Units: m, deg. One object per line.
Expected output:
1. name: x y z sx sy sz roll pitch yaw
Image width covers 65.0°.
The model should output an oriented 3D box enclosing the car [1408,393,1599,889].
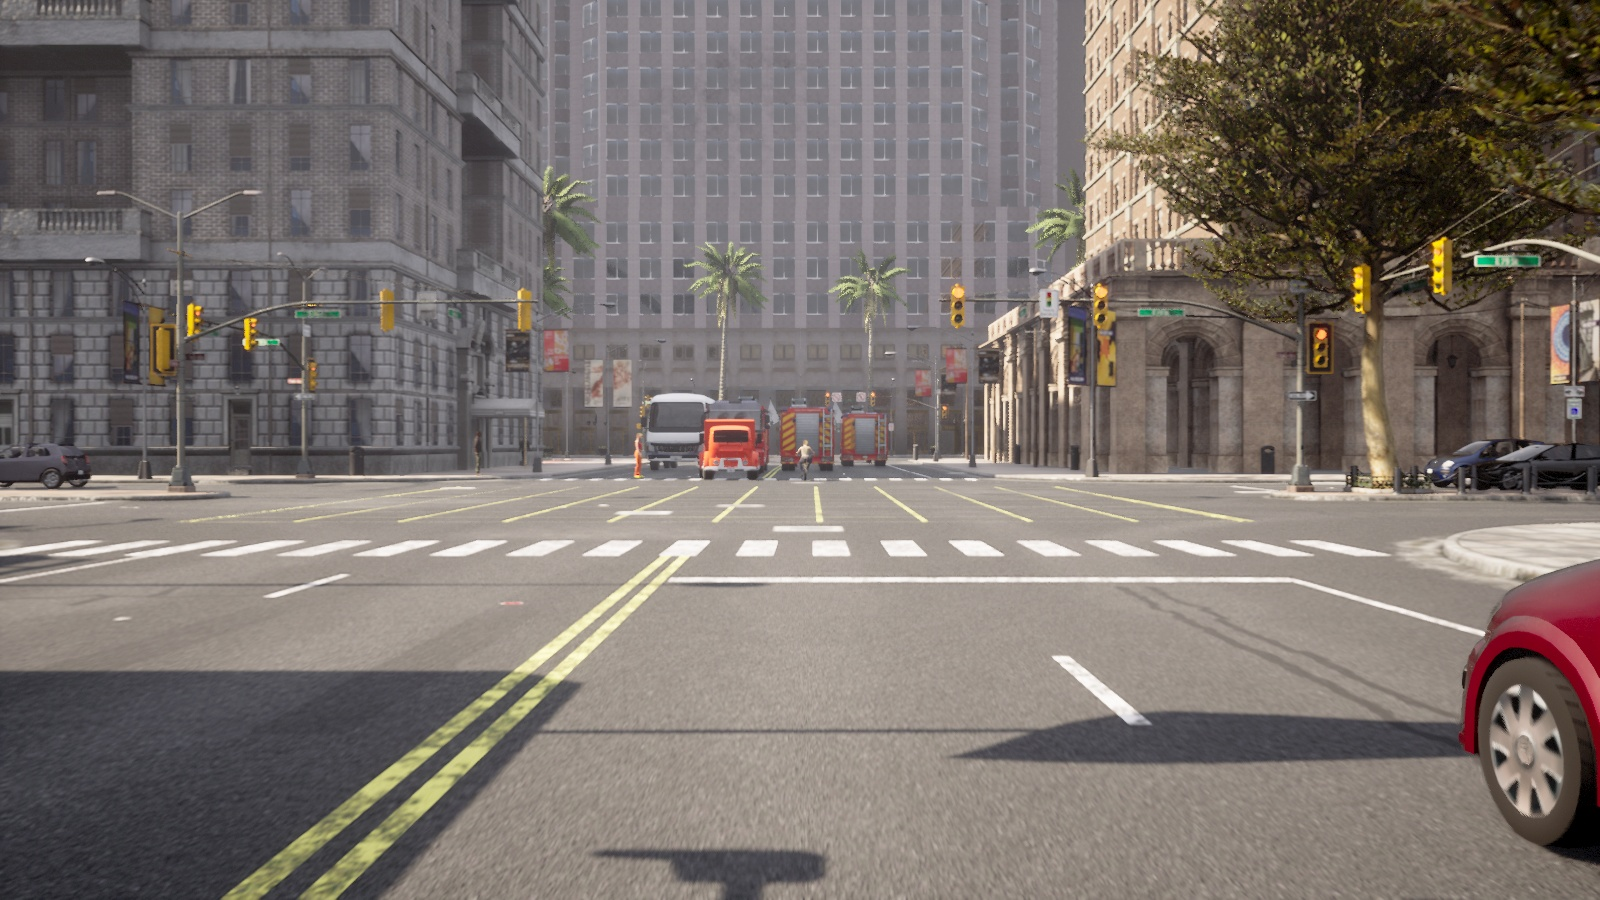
1. car: 3.535 0.628 3.409 1.851 1.617 3.988 0 0 0

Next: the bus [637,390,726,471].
1. bus: -6.563 -1.037 71.314 3.944 4.253 10.273 0 0 1

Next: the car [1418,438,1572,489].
1. car: 22.587 0.432 40.943 3.988 1.617 1.851 0 0 1

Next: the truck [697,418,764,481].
1. truck: -2.933 -0.032 52.124 2.627 2.467 5.204 0 0 -4

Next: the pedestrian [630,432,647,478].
1. pedestrian: -6.553 0.191 50.890 0.594 1.836 0.345 0 0 8

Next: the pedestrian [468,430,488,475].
1. pedestrian: -13.143 0.104 51.257 0.703 1.840 0.431 0 0 -5

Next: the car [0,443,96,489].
1. car: -25.617 0.506 41.504 3.633 1.501 1.845 0 0 1

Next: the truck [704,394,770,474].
1. truck: -3.125 -0.783 64.270 2.891 3.827 8.468 0 0 0

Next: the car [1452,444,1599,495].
1. car: 22.394 0.553 37.413 4.792 1.488 2.163 0 0 2

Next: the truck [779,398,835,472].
1. truck: 0.413 -0.808 69.288 2.891 3.827 8.468 0 0 0

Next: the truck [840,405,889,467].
1. truck: 4.105 -0.877 82.060 2.891 3.827 8.468 0 0 1
